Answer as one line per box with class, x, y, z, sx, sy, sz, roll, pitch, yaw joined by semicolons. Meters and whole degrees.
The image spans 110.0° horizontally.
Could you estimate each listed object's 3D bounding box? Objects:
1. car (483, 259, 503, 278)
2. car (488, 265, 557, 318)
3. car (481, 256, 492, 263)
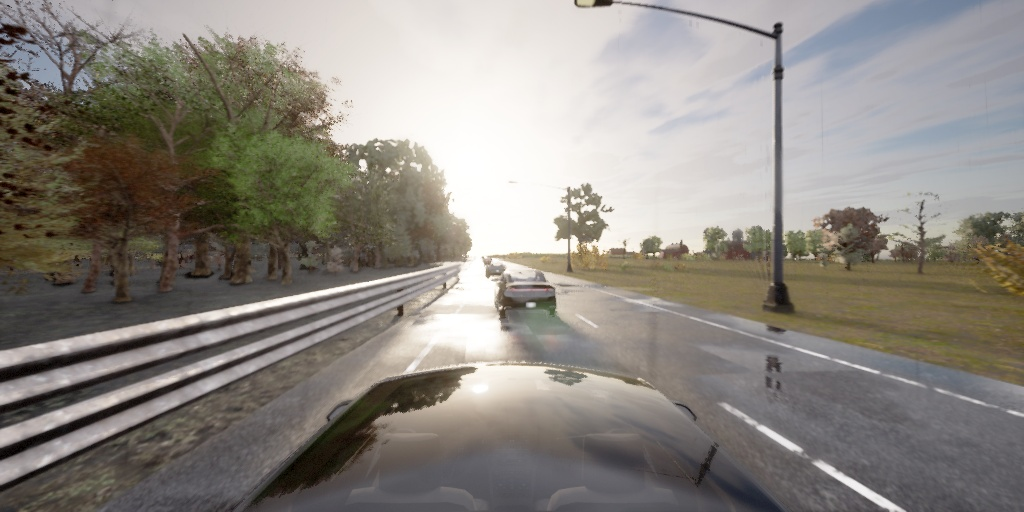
car;-1.437;1.266;33.249;1.994;1.385;4.181;0;0;-5
car;0.350;1.231;12.980;2.128;1.511;4.902;0;0;-5
car;-4.105;1.149;63.491;1.837;1.490;4.892;0;0;-5
